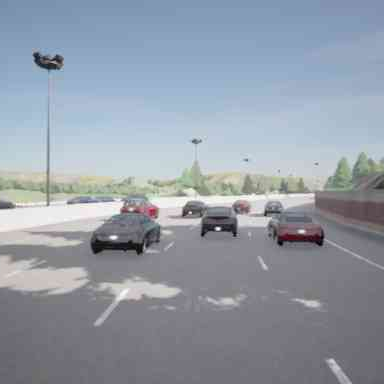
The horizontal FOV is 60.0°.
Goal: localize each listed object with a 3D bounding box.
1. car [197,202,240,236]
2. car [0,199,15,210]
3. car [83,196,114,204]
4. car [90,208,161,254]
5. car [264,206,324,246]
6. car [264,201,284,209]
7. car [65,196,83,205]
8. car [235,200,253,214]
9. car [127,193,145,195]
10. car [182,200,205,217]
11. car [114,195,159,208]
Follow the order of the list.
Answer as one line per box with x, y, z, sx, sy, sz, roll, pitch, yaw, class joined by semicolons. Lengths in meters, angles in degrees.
1.589;1.520;18.421;1.837;1.490;4.892;0;0;8;car
-22.950;1.519;39.084;1.994;1.385;4.181;0;0;15;car
-13.082;1.341;47.943;2.097;1.767;4.553;0;0;19;car
-2.529;1.565;13.601;1.994;1.385;4.181;0;0;6;car
4.740;1.587;15.602;1.994;1.385;4.181;0;0;7;car
8.152;1.591;33.084;2.033;1.411;5.357;0;0;15;car
-16.450;1.332;48.871;2.097;1.767;4.553;0;0;19;car
5.416;1.563;36.146;1.812;1.442;4.674;0;0;16;car
-8.716;1.228;49.938;2.150;2.045;5.566;0;0;20;car
0.413;1.524;30.805;1.837;1.490;4.892;0;0;13;car
-4.079;1.356;26.584;2.097;1.767;4.553;0;0;11;car
